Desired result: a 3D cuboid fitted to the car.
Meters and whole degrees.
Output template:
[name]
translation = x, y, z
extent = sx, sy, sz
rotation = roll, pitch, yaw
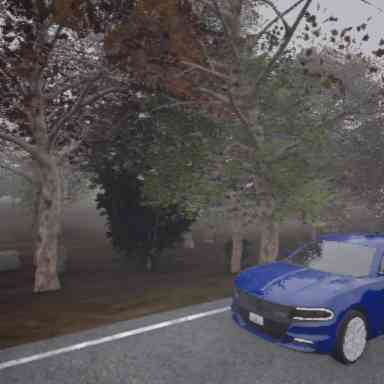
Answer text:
[car]
translation = 2.940, 1.537, 6.057
extent = 5.008, 1.535, 1.882
rotation = 1, -1, -35
